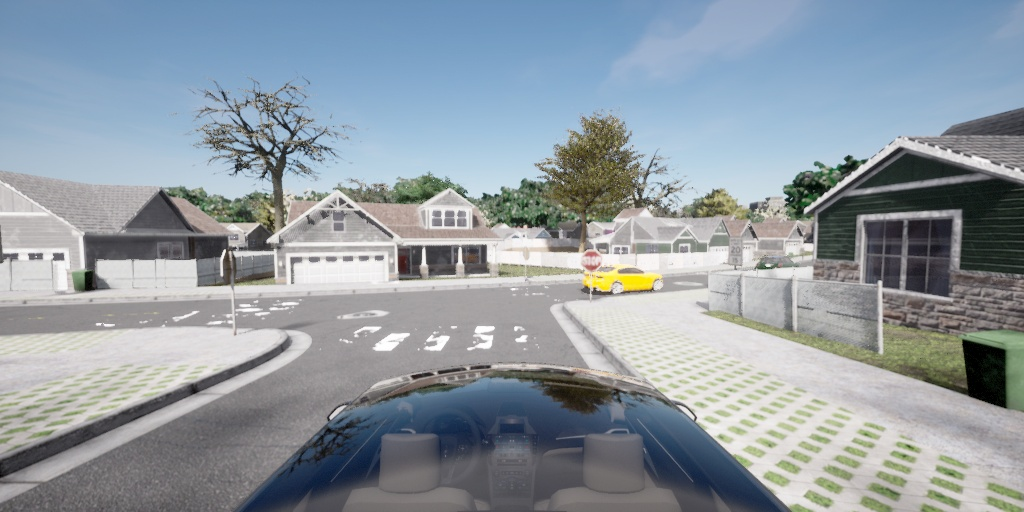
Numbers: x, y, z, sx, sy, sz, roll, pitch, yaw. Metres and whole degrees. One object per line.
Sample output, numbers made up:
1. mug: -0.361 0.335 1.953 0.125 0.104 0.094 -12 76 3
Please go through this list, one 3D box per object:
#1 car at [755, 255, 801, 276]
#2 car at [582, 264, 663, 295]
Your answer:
1. car: 22.387 0.782 30.114 4.553 1.767 2.097 -1 3 -36
2. car: 6.263 1.212 20.080 5.008 1.535 1.882 -1 3 -28
